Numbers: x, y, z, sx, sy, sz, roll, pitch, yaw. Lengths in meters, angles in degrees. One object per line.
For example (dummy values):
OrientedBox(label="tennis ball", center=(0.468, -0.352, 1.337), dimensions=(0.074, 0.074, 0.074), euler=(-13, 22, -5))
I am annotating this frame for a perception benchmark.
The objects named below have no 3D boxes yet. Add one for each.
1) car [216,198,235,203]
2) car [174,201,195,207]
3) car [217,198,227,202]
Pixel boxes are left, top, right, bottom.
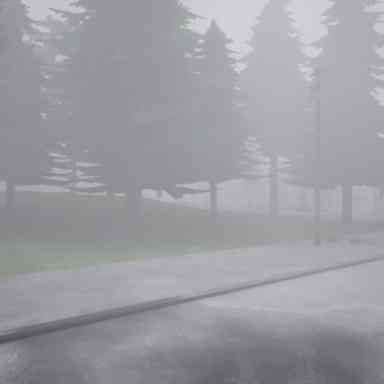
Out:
OrientedBox(label="car", center=(9.356, 2.354, 93.527), dimensions=(4.974, 1.542, 2.038), euler=(1, 0, -6))
OrientedBox(label="car", center=(-1.282, 1.988, 60.952), dimensions=(1.895, 1.301, 4.718), euler=(1, 0, -35))
OrientedBox(label="car", center=(9.306, 2.196, 93.522), dimensions=(4.536, 1.218, 1.853), euler=(1, 0, -6))
